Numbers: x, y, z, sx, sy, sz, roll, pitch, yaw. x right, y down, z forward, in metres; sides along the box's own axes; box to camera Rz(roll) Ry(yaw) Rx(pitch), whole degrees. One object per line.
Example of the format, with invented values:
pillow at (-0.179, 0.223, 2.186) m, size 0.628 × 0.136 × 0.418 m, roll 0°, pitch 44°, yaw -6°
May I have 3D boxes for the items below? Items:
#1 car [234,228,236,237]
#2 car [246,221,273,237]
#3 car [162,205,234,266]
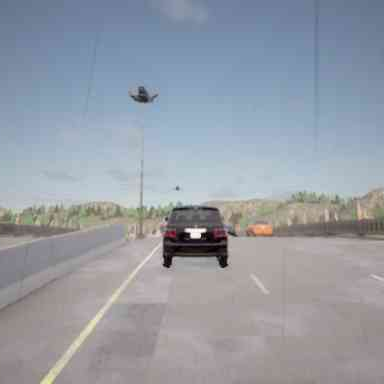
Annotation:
car at (3.634, 4.233, 36.448) m, size 1.994 × 1.385 × 4.181 m, roll 0°, pitch -8°, yaw 0°
car at (7.132, 3.903, 35.592) m, size 2.097 × 1.767 × 4.553 m, roll 0°, pitch -8°, yaw 0°
car at (0.111, 1.541, 12.746) m, size 2.150 × 2.045 × 5.566 m, roll 0°, pitch -3°, yaw 0°
